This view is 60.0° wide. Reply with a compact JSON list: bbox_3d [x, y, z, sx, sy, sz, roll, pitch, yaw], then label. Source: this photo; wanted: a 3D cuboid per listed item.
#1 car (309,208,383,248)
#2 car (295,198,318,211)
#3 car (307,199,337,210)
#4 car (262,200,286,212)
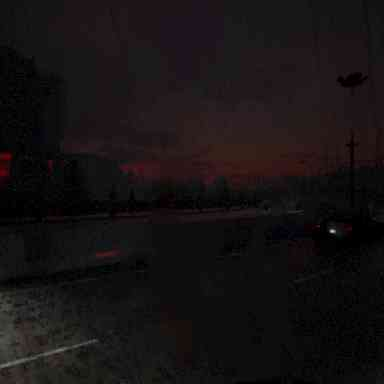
[{"bbox_3d":[7.292,1.622,15.293,4.181,1.385,1.994,0,0,-45],"label":"car"},{"bbox_3d":[14.711,1.795,43.280,1.994,1.385,4.181,0,0,28],"label":"car"},{"bbox_3d":[14.158,1.724,35.261,2.033,1.411,5.357,0,0,32],"label":"car"},{"bbox_3d":[10.759,1.774,43.183,2.033,1.411,5.357,0,0,29],"label":"car"}]
